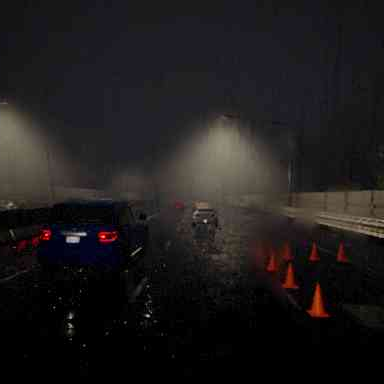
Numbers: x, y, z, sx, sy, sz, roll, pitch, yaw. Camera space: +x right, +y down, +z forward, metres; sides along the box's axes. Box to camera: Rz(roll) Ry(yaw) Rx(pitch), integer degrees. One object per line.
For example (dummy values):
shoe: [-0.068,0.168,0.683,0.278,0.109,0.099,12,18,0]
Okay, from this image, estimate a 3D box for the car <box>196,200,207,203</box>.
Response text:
car: [1.654,2.090,54.242,2.097,1.767,4.553,1,-1,1]

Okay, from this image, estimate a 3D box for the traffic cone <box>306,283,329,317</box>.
traffic cone: [2.479,2.100,6.556,0.340,0.580,0.340,1,-1,1]

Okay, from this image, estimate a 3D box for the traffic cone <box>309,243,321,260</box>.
traffic cone: [4.612,2.227,12.508,0.340,0.580,0.340,1,-1,1]

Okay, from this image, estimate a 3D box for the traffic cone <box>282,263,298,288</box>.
traffic cone: [2.524,2.125,8.555,0.340,0.580,0.340,1,-1,1]

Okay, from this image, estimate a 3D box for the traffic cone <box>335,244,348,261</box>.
traffic cone: [5.612,2.253,12.486,0.340,0.580,0.340,1,-1,1]

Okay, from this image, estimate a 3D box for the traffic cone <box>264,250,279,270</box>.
traffic cone: [2.568,2.151,10.555,0.340,0.580,0.340,1,-1,1]

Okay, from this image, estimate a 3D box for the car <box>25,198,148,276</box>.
car: [-2.822,1.279,10.733,2.150,2.045,5.566,1,-1,1]

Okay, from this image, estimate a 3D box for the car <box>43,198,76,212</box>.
car: [-16.327,1.575,41.238,1.882,1.535,5.008,1,-1,1]

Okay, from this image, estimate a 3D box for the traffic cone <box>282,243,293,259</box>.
traffic cone: [3.613,2.202,12.531,0.340,0.580,0.340,1,-1,1]

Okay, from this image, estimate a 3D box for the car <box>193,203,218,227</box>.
car: [1.019,1.873,26.071,1.812,1.442,4.674,1,-1,1]

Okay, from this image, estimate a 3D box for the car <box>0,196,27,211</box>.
car: [-19.920,1.300,37.091,2.097,1.767,4.553,1,-1,1]

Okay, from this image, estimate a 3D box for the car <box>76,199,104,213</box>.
car: [-12.810,1.676,41.986,1.882,1.535,5.008,1,-1,1]

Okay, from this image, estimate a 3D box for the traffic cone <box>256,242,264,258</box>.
traffic cone: [2.613,2.176,12.554,0.340,0.580,0.340,1,-1,1]

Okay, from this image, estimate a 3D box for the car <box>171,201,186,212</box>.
car: [-1.965,2.053,49.118,1.882,1.535,5.008,1,-1,1]
